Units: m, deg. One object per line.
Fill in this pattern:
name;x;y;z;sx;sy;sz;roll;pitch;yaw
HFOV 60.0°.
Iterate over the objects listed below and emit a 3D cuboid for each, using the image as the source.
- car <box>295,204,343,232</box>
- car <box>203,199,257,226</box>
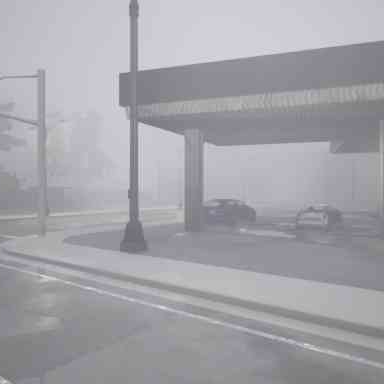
car;7.664;1.456;19.829;1.970;1.475;3.806;0;0;37
car;2.590;1.295;22.629;2.242;1.667;4.611;0;0;37
